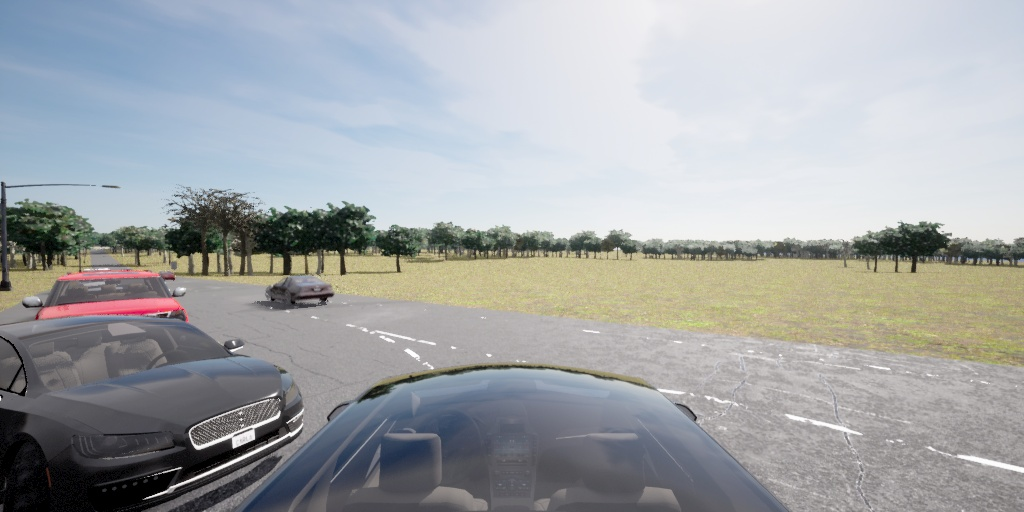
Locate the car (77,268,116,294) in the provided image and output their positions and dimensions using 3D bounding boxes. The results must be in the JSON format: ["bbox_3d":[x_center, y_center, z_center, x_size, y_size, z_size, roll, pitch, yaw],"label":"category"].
[{"bbox_3d":[-36.851,2.125,31.873,5.566,2.045,2.150,-2,0,41],"label":"car"}]

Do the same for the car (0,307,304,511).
[{"bbox_3d":[-4.593,1.445,3.962,4.892,1.490,1.837,-3,-3,21],"label":"car"}]

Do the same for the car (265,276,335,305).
[{"bbox_3d":[-11.621,1.789,19.513,5.357,1.411,2.033,-2,0,40],"label":"car"}]

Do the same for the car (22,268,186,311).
[{"bbox_3d":[-9.544,1.385,8.565,5.566,2.045,2.150,-2,0,40],"label":"car"}]
